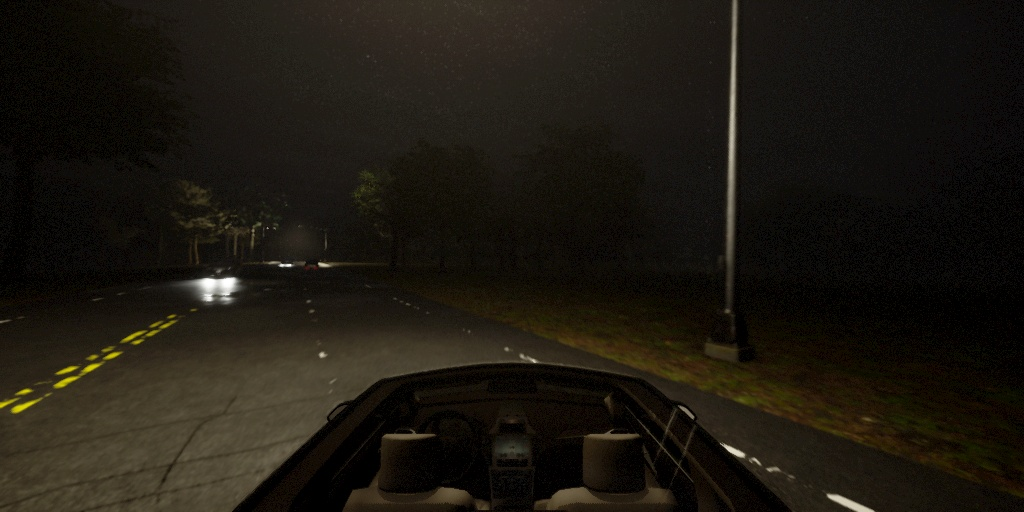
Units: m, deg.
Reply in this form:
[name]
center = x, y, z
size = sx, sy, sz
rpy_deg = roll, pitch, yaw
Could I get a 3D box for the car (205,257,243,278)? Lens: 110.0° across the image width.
[car]
center = -22.596, 0.863, 28.293
size = 2.128, 1.511, 4.902
rpy_deg = 2, -1, -30
